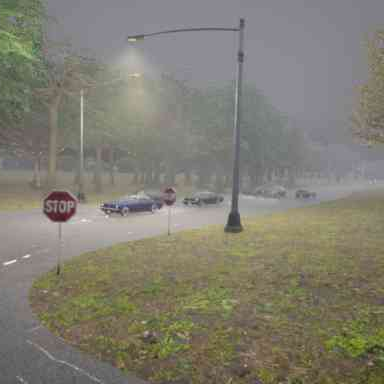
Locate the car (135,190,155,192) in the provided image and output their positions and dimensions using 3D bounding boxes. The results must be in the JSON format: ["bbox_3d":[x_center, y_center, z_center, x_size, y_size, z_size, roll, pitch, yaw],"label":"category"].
[{"bbox_3d":[-4.423,0.528,29.782,1.812,1.442,4.674,4,4,35],"label":"car"}]

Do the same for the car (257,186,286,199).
[{"bbox_3d":[11.298,-0.082,45.723,2.097,1.767,4.553,4,4,36],"label":"car"}]

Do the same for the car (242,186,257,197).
[{"bbox_3d":[9.356,-0.123,49.018,2.033,1.411,5.357,4,4,36],"label":"car"}]

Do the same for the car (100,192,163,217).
[{"bbox_3d":[-4.269,0.927,23.991,1.895,1.301,4.718,4,4,35],"label":"car"}]

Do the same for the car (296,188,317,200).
[{"bbox_3d":[15.836,0.188,46.001,1.837,1.490,4.892,4,4,35],"label":"car"}]

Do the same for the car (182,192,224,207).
[{"bbox_3d":[1.062,0.667,31.459,1.895,1.301,4.718,4,4,35],"label":"car"}]
